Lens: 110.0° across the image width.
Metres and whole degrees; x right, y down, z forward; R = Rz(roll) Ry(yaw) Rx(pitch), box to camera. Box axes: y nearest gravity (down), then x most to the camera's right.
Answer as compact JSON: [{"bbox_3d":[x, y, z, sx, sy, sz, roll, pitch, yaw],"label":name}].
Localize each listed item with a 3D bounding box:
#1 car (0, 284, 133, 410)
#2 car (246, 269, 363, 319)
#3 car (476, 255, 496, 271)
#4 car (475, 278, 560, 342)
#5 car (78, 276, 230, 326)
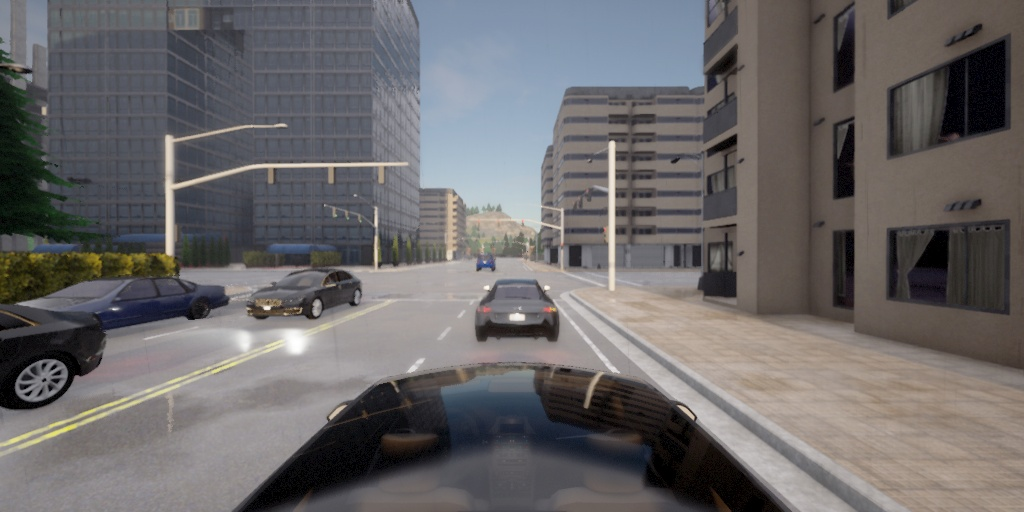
[{"bbox_3d":[-7.075,1.250,3.332,1.837,1.490,4.892,0,0,0],"label":"car"},{"bbox_3d":[-6.953,1.223,12.623,1.837,1.490,4.892,0,0,0],"label":"car"},{"bbox_3d":[-3.207,0.846,44.953,2.150,2.045,5.566,0,0,0],"label":"car"},{"bbox_3d":[0.133,1.291,9.736,1.994,1.385,4.181,0,0,1],"label":"car"},{"bbox_3d":[-10.498,1.274,9.735,2.033,1.411,5.357,0,0,1],"label":"car"}]
